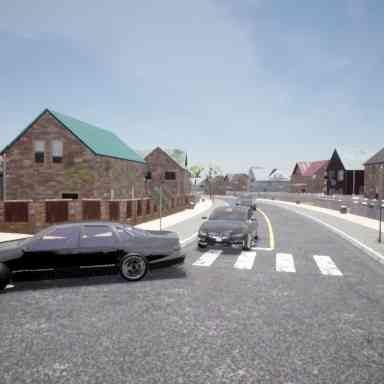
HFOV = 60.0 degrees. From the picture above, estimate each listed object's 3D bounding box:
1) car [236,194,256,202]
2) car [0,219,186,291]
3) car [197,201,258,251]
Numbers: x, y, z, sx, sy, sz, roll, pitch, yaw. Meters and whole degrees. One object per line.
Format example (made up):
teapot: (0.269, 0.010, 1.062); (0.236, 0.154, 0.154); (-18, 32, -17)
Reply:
car: (5.726, 1.024, 35.428); (2.097, 1.767, 4.553); (1, 1, 7)
car: (-2.877, 1.434, 8.380); (5.357, 1.411, 2.033); (-1, 1, -14)
car: (1.605, 1.337, 13.515); (1.837, 1.490, 4.892); (1, 1, 17)
